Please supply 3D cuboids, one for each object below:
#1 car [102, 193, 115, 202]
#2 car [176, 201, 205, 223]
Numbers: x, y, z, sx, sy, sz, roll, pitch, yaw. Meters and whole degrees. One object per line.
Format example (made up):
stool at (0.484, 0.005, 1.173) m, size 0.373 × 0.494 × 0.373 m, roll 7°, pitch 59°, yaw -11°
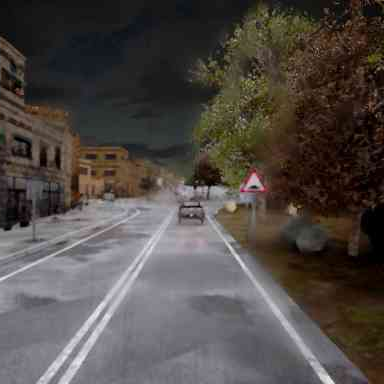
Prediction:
car at (-14.061, 0.933, 55.519) m, size 1.837 × 1.490 × 4.892 m, roll -1°, pitch 1°, yaw -18°
car at (-0.105, 1.376, 24.208) m, size 2.128 × 1.511 × 4.902 m, roll 0°, pitch -1°, yaw -2°
